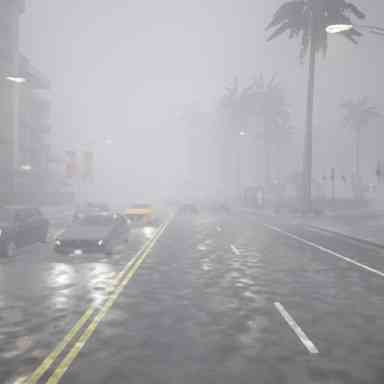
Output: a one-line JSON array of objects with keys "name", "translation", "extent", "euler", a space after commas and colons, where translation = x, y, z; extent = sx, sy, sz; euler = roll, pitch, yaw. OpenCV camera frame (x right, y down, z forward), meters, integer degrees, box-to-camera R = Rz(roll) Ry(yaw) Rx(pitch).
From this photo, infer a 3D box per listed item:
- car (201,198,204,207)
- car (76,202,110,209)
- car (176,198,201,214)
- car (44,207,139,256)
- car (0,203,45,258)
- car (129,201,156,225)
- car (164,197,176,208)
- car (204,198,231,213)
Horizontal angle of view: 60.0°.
[{"name": "car", "translation": [1.264, 1.542, 46.945], "extent": [2.033, 1.411, 5.357], "euler": [0, 0, -14]}, {"name": "car", "translation": [-7.275, 1.490, 24.613], "extent": [2.128, 1.511, 4.902], "euler": [0, 0, -1]}, {"name": "car", "translation": [-0.468, 1.522, 35.131], "extent": [1.812, 1.442, 4.674], "euler": [0, 0, -4]}, {"name": "car", "translation": [-3.679, 1.546, 13.368], "extent": [2.033, 1.411, 5.357], "euler": [0, 0, 0]}, {"name": "car", "translation": [-7.177, 1.350, 12.672], "extent": [2.097, 1.767, 4.553], "euler": [0, 0, 0]}, {"name": "car", "translation": [-3.761, 1.475, 24.540], "extent": [1.882, 1.535, 5.008], "euler": [0, 0, 0]}, {"name": "car", "translation": [-2.791, 1.521, 48.343], "extent": [1.812, 1.442, 4.674], "euler": [0, 0, -16]}, {"name": "car", "translation": [2.881, 1.597, 36.966], "extent": [1.895, 1.301, 4.718], "euler": [0, 0, -6]}]
